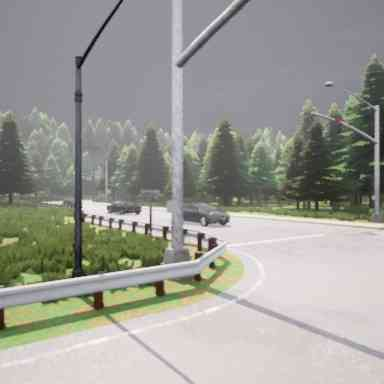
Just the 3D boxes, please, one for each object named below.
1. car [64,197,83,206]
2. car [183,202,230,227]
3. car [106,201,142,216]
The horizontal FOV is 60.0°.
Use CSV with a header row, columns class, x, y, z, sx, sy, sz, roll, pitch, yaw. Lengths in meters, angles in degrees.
class,x,y,z,sx,sy,sz,roll,pitch,yaw
car,-16.936,1.488,47.377,1.837,1.490,4.892,0,-1,-34
car,0.567,1.486,23.000,1.837,1.490,4.892,0,0,-36
car,-6.745,1.582,32.924,1.895,1.301,4.718,0,0,-36
